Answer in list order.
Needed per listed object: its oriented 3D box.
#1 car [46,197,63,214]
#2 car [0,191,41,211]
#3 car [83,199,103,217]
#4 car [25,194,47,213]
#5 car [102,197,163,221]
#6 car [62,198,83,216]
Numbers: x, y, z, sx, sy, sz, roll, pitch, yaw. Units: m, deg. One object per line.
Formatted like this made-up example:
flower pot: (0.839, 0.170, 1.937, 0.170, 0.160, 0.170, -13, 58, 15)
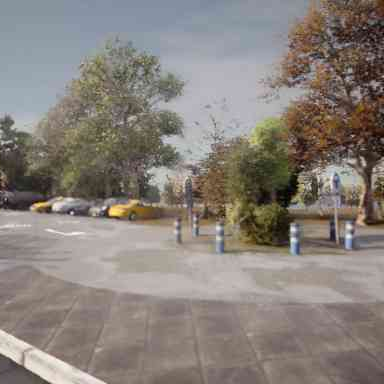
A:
car: (-11.030, 1.346, 31.916, 2.002, 1.452, 4.674, 1, 1, 36)
car: (-17.731, 0.926, 36.822, 2.435, 2.045, 5.566, 1, 1, 36)
car: (-6.626, 1.263, 28.760, 2.185, 1.767, 4.553, 1, 1, 36)
car: (-13.378, 1.260, 33.396, 1.946, 1.575, 5.366, 1, 1, 36)
car: (-4.407, 1.431, 27.103, 2.097, 1.535, 5.008, 1, 1, 36)
car: (-8.804, 1.378, 30.267, 2.163, 1.488, 4.792, 1, 1, 36)
